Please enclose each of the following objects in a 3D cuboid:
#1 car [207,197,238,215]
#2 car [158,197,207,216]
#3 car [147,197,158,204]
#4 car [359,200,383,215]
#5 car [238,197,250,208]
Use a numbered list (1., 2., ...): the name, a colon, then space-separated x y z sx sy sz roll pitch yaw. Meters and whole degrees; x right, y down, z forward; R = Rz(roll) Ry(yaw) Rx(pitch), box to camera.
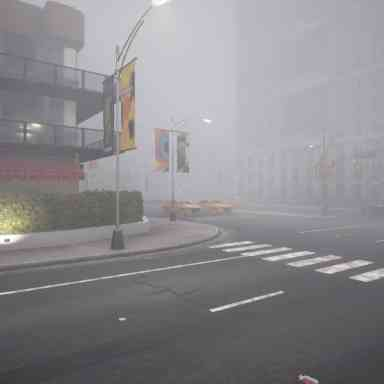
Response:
1. car: 2.066 1.478 34.285 1.882 1.535 5.008 0 0 -35
2. car: -1.062 1.478 32.648 1.882 1.535 5.008 0 0 -35
3. car: -6.163 1.601 59.267 4.718 1.301 1.895 0 0 42
4. car: 18.773 1.505 31.982 4.892 1.490 1.837 0 2 34
5. car: 6.258 1.478 48.604 1.882 1.535 5.008 0 0 -35
